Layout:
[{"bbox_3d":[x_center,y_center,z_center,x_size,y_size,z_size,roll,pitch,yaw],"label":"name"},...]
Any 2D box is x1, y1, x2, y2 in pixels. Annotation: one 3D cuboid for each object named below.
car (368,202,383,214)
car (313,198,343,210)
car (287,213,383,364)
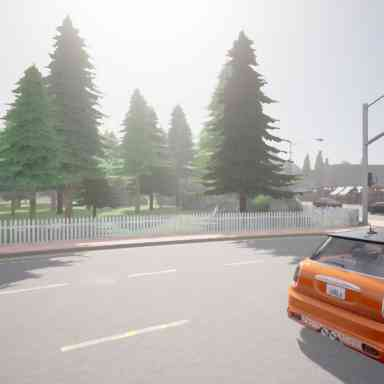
[{"bbox_3d":[19.259,1.656,32.585,1.895,1.301,4.718,0,0,-8],"label":"car"},{"bbox_3d":[17.763,1.533,43.590,1.882,1.535,5.008,0,0,-8],"label":"car"},{"bbox_3d":[3.836,1.352,5.398,4.553,1.767,2.097,0,0,-26],"label":"car"}]
